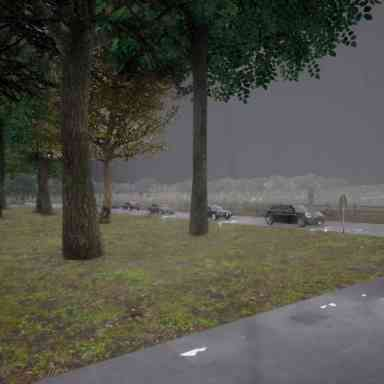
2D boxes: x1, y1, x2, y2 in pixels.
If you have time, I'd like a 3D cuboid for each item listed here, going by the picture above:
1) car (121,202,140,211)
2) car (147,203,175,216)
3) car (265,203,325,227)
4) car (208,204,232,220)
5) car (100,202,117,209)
[{"bbox_3d":[-10.592,2.435,57.176,1.837,1.490,4.892,-1,0,-35],"label":"car"},{"bbox_3d":[-4.070,2.216,42.764,1.837,1.490,4.892,-1,0,-35],"label":"car"},{"bbox_3d":[7.864,1.687,25.727,2.097,1.767,4.553,-1,0,-35],"label":"car"},{"bbox_3d":[1.997,2.028,34.098,1.837,1.490,4.892,-1,0,-35],"label":"car"},{"bbox_3d":[-16.540,2.653,65.651,2.033,1.411,5.357,-1,0,-35],"label":"car"}]
